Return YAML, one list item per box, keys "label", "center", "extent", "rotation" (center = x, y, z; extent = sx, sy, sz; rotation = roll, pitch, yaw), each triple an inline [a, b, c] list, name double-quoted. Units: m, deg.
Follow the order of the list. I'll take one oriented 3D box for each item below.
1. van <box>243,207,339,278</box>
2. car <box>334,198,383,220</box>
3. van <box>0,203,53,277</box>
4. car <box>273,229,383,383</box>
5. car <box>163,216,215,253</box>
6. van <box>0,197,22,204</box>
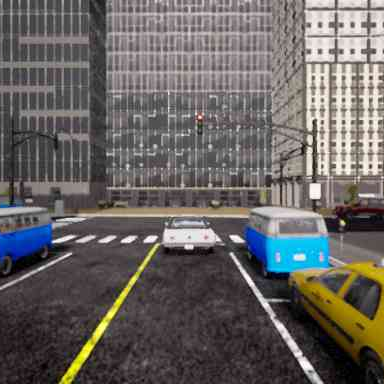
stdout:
- label: "van"
  center: [2.653, 1.390, 10.073]
  extent: [1.690, 1.788, 3.998]
  rotation: [-1, 0, 0]
- label: "car"
  center: [15.164, 1.487, 29.435]
  extent: [5.009, 1.841, 2.192]
  rotation: [0, 0, 0]
- label: "van"
  center: [-5.727, 1.389, 10.080]
  extent: [1.690, 1.788, 3.998]
  rotation: [-1, 0, 0]
- label: "car"
  center: [2.670, 1.548, 4.640]
  extent: [1.752, 1.417, 4.829]
  rotation: [-1, 0, 0]
- label: "car"
  center: [-0.206, 1.672, 14.005]
  extent: [1.895, 1.301, 4.718]
  rotation: [0, 0, -3]
- label: "van"
  center: [-17.225, 1.347, 29.546]
  extent: [3.998, 1.788, 1.690]
  rotation: [0, 0, 0]
